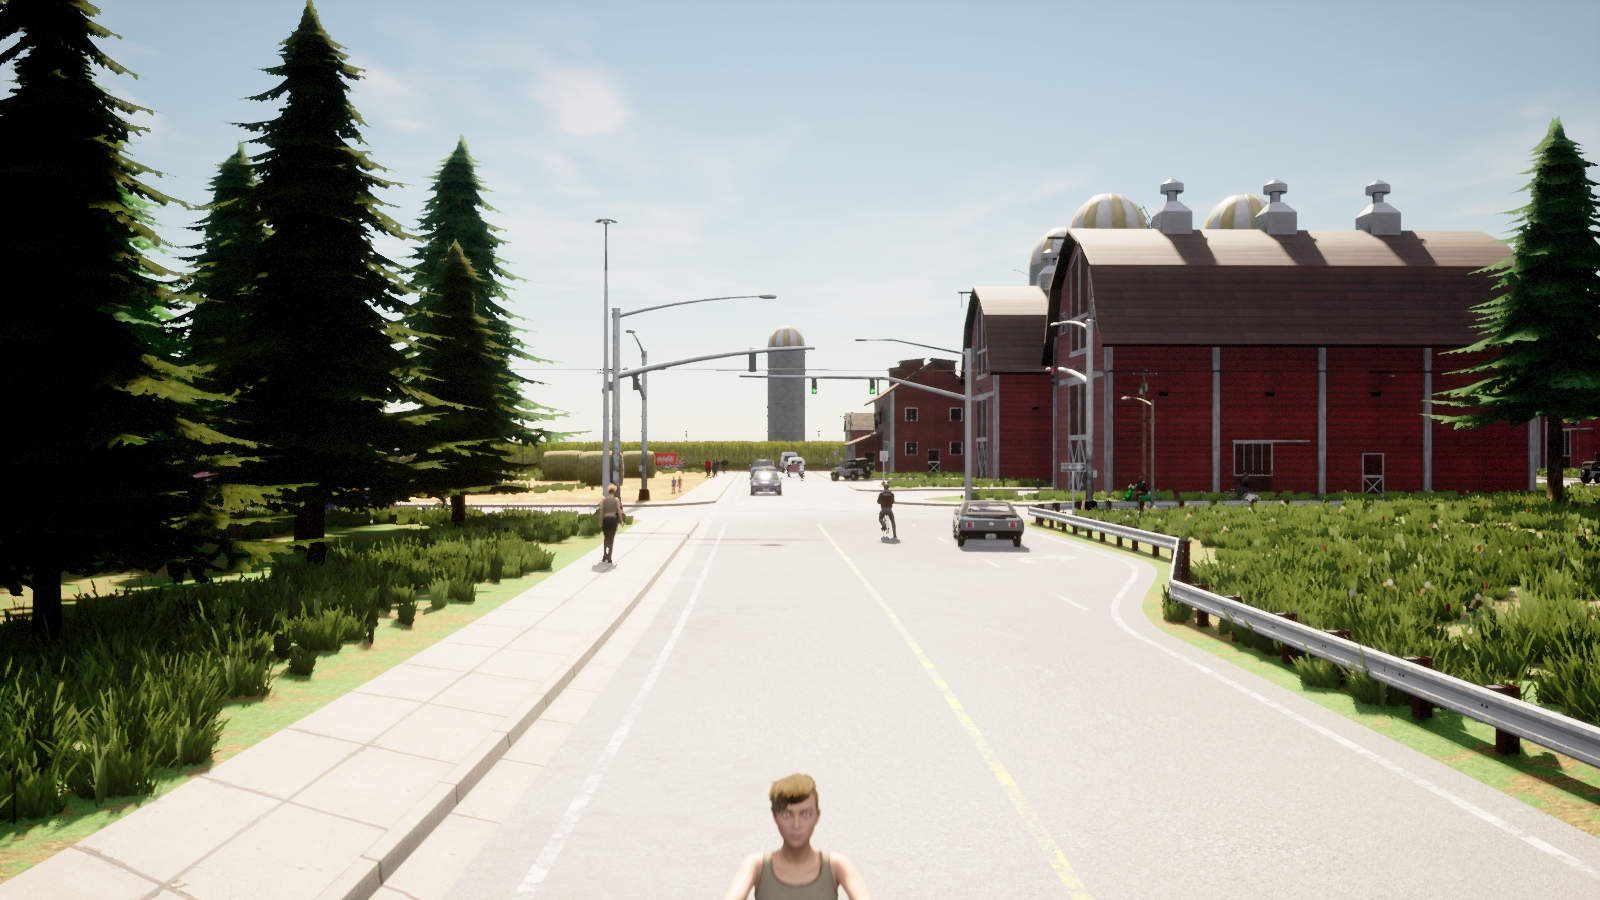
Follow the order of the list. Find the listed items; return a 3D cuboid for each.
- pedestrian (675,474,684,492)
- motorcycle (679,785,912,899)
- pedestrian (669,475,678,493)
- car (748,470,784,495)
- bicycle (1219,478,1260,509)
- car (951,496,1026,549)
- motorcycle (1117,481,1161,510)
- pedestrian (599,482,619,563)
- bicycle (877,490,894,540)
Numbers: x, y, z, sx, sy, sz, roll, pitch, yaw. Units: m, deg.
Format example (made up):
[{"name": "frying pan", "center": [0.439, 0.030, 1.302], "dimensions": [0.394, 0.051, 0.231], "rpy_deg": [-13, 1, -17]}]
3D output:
[{"name": "pedestrian", "center": [-7.504, 2.054, 71.122], "dimensions": [0.500, 1.100, 0.500], "rpy_deg": [0, 0, 2]}, {"name": "motorcycle", "center": [-0.014, 2.128, 3.840], "dimensions": [0.764, 1.307, 2.356], "rpy_deg": [0, 0, 0]}, {"name": "pedestrian", "center": [-7.654, 2.054, 69.142], "dimensions": [0.500, 1.100, 0.500], "rpy_deg": [0, 0, -5]}, {"name": "car", "center": [-2.153, 2.036, 72.119], "dimensions": [2.163, 1.488, 4.792], "rpy_deg": [0, 0, -2]}, {"name": "bicycle", "center": [20.776, 2.064, 54.017], "dimensions": [1.835, 1.471, 0.329], "rpy_deg": [0, 0, -1]}, {"name": "car", "center": [5.609, 2.131, 34.507], "dimensions": [1.895, 1.301, 4.718], "rpy_deg": [0, 0, 5]}, {"name": "motorcycle", "center": [15.989, 2.145, 53.899], "dimensions": [1.805, 1.316, 0.856], "rpy_deg": [0, 0, -1]}, {"name": "pedestrian", "center": [-4.424, 1.671, 26.475], "dimensions": [0.375, 1.860, 0.375], "rpy_deg": [0, 0, 1]}, {"name": "bicycle", "center": [2.689, 2.036, 36.060], "dimensions": [0.329, 1.471, 1.835], "rpy_deg": [0, 0, -2]}]
